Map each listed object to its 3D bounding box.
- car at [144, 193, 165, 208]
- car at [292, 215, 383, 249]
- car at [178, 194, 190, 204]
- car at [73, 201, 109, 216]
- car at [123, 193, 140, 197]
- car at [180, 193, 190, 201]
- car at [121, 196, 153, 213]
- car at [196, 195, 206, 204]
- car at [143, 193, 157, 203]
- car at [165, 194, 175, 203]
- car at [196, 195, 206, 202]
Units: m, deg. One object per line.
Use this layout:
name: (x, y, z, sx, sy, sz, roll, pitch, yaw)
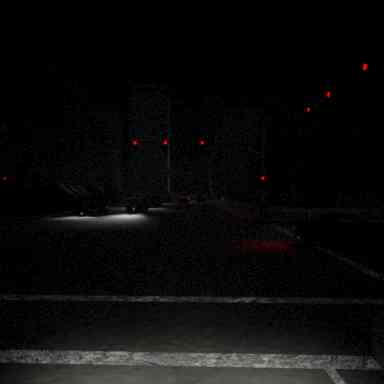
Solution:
car: (-5.736, 1.219, 49.341, 2.150, 2.045, 5.566, 0, 0, 2)
car: (6.670, 1.601, 13.696, 4.718, 1.301, 1.895, 0, 0, 8)
car: (-1.720, 1.564, 66.084, 1.994, 1.385, 4.181, 0, 0, 1)
car: (-9.734, 1.547, 32.553, 2.033, 1.411, 5.357, 0, 0, 4)
car: (-9.206, 1.221, 50.732, 2.150, 2.045, 5.566, 0, 0, 1)
car: (-1.505, 1.182, 74.644, 2.097, 1.767, 4.553, 0, 0, 1)
car: (-6.046, 1.491, 37.249, 2.128, 1.511, 4.902, 0, 0, 1)
car: (1.763, 1.505, 65.370, 1.837, 1.490, 4.892, 0, 0, 1)
car: (-8.648, 1.242, 69.055, 2.150, 2.045, 5.566, 0, 0, 1)
car: (-5.160, 1.547, 68.699, 2.033, 1.411, 5.357, 0, 0, 2)
car: (1.995, 1.352, 74.586, 2.128, 1.511, 4.902, 0, 0, 1)
